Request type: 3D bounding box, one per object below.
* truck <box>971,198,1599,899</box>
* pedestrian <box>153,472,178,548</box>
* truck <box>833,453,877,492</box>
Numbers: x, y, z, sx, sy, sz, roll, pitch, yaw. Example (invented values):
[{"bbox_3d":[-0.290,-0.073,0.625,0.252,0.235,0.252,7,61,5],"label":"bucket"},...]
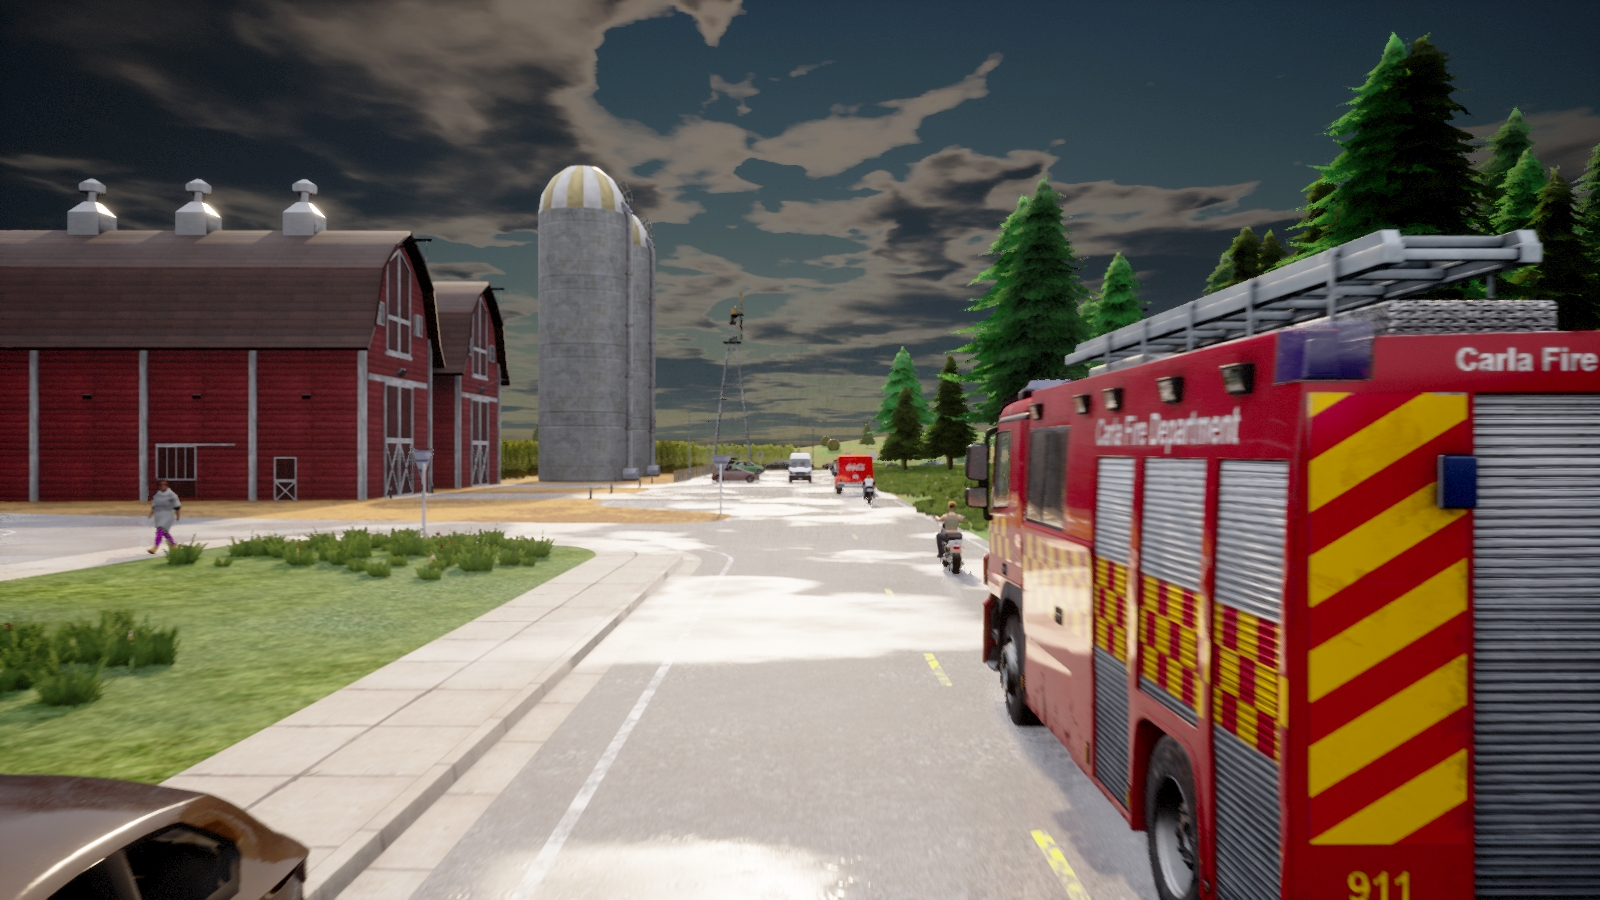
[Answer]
[{"bbox_3d":[3.497,0.750,9.521,2.891,3.827,8.468,0,0,0],"label":"truck"},{"bbox_3d":[-15.583,1.470,28.071,0.375,1.860,0.375,0,0,6],"label":"pedestrian"},{"bbox_3d":[3.520,1.428,74.584,2.627,2.467,5.204,0,0,0],"label":"truck"}]
